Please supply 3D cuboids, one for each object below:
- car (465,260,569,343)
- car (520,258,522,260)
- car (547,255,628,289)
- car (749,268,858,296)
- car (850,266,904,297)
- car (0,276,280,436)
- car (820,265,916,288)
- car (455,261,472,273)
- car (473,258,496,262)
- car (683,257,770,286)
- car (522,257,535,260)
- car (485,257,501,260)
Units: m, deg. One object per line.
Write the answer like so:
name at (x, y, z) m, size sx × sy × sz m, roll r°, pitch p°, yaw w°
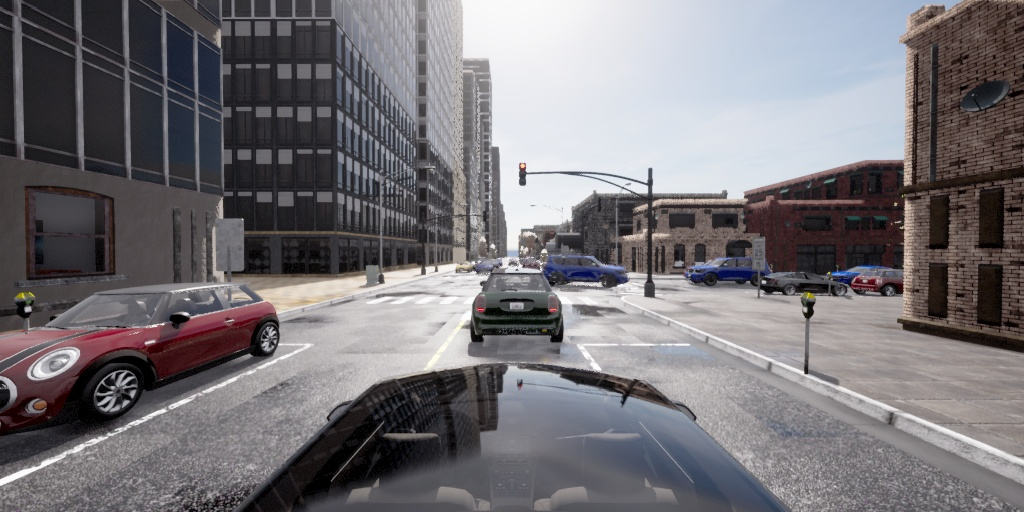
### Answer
car at (0.147, 1.100, 9.871) m, size 2.097 × 1.767 × 4.553 m, roll 0°, pitch 0°, yaw 1°
car at (2.774, 1.052, 60.384) m, size 2.192 × 1.841 × 5.009 m, roll 0°, pitch 0°, yaw 0°
car at (4.800, 0.989, 23.885) m, size 5.566 × 2.045 × 2.150 m, roll 1°, pitch 1°, yaw 23°
car at (16.438, 1.547, 20.415) m, size 4.313 × 1.339 × 1.948 m, roll 0°, pitch 0°, yaw 1°
car at (21.985, 1.474, 20.336) m, size 4.097 × 1.591 × 1.967 m, roll 0°, pitch 0°, yaw 1°
car at (-5.686, 1.189, 5.572) m, size 1.967 × 1.591 × 4.097 m, roll 0°, pitch 0°, yaw 0°
car at (25.733, 1.456, 26.063) m, size 5.008 × 1.535 × 1.882 m, roll 1°, pitch 1°, yaw 1°
car at (-5.769, 1.265, 43.349) m, size 1.751 × 1.417 × 4.829 m, roll 0°, pitch 0°, yaw 0°
car at (-3.043, 1.266, 40.799) m, size 1.812 × 1.442 × 4.674 m, roll 0°, pitch 0°, yaw 0°
car at (15.765, 1.105, 26.203) m, size 5.566 × 2.045 × 2.150 m, roll 1°, pitch 1°, yaw 1°
car at (2.758, 1.179, 49.096) m, size 1.967 × 1.591 × 4.097 m, roll 0°, pitch 0°, yaw 0°
car at (-3.012, 1.263, 55.568) m, size 1.812 × 1.442 × 4.674 m, roll 0°, pitch 0°, yaw 0°
